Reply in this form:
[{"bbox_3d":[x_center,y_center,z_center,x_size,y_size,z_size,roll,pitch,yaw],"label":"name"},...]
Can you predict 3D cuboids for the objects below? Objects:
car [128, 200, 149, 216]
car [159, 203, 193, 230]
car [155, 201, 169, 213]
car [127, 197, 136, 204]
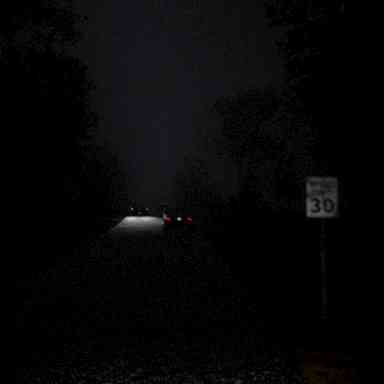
[{"bbox_3d":[-5.596,1.851,35.779,1.895,1.301,4.718,1,-1,-8],"label":"car"},{"bbox_3d":[-0.976,1.656,21.954,2.033,1.411,5.357,1,-1,-5],"label":"car"},{"bbox_3d":[-3.613,1.912,42.005,1.812,1.442,4.674,1,-1,-10],"label":"car"},{"bbox_3d":[-13.982,2.236,77.470,2.150,2.045,5.566,1,-2,-13],"label":"car"}]
